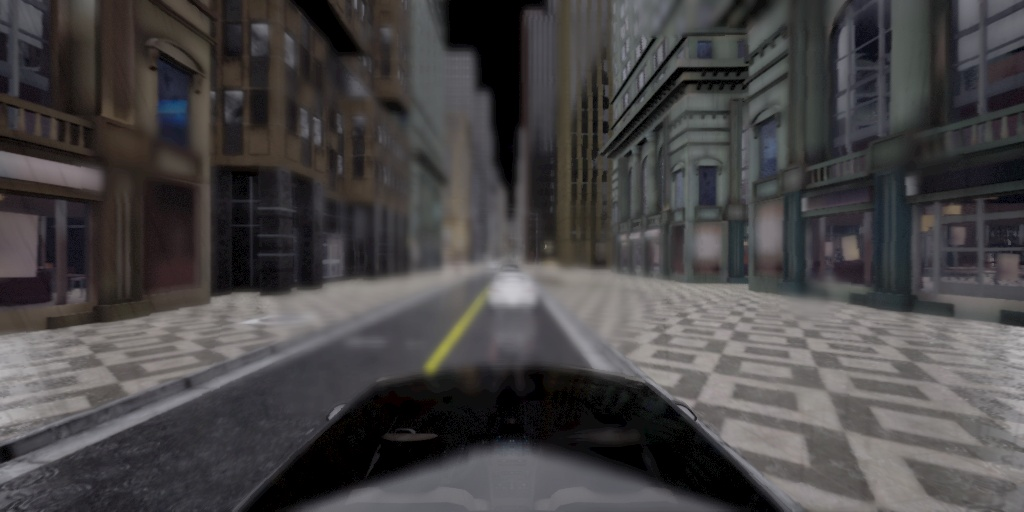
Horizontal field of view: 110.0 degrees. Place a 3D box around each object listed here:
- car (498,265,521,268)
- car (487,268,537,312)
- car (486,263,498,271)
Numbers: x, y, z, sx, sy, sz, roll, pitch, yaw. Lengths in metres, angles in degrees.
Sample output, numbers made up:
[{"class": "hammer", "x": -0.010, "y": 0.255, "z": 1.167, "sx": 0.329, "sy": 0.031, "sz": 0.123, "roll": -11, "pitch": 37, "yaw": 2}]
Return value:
[{"class": "car", "x": 0.049, "y": 1.524, "z": 29.205, "sx": 1.837, "sy": 1.490, "sz": 4.892, "roll": 0, "pitch": 0, "yaw": 0}, {"class": "car", "x": 0.053, "y": 1.402, "z": 14.884, "sx": 1.812, "sy": 1.442, "sz": 4.674, "roll": 0, "pitch": 0, "yaw": 1}, {"class": "car", "x": -3.043, "y": 1.848, "z": 59.327, "sx": 1.812, "sy": 1.442, "sz": 4.674, "roll": 0, "pitch": -1, "yaw": 1}]
